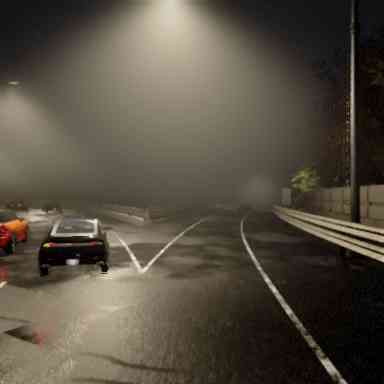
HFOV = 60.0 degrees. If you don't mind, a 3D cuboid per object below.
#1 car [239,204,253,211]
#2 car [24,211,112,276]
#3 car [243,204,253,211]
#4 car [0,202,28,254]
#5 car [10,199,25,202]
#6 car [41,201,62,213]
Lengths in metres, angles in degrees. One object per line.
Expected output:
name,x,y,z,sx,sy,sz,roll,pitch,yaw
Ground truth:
car,10.072,2.935,63.865,1.994,1.385,4.181,0,-4,13
car,-3.669,1.588,10.792,2.128,1.511,4.902,0,-1,-15
car,12.405,3.526,73.587,1.812,1.442,4.674,0,-4,14
car,-8.265,1.462,13.915,2.097,1.767,4.553,0,-1,-18
car,-22.685,1.706,43.153,2.097,1.767,4.553,1,-1,-34
car,-17.881,1.867,42.297,1.837,1.490,4.892,1,-1,-33
